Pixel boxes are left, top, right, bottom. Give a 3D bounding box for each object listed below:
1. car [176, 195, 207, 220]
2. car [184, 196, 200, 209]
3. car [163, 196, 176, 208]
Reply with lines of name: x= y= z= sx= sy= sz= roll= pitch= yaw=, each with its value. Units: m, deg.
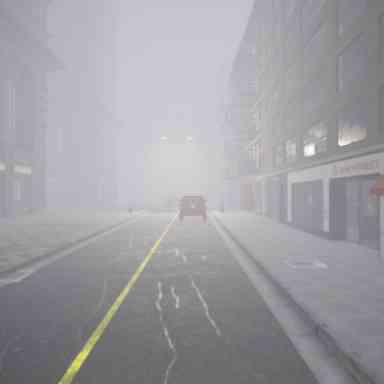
car: x=0.082 y=1.238 z=28.050 sx=2.150 sy=2.045 sz=5.566 roll=0 pitch=0 yaw=0
car: x=0.014 y=1.430 z=46.949 sx=2.097 sy=1.767 sz=4.553 roll=0 pitch=0 yaw=1
car: x=-3.089 y=1.445 z=49.725 sx=2.097 sy=1.767 sz=4.553 roll=0 pitch=0 yaw=0
